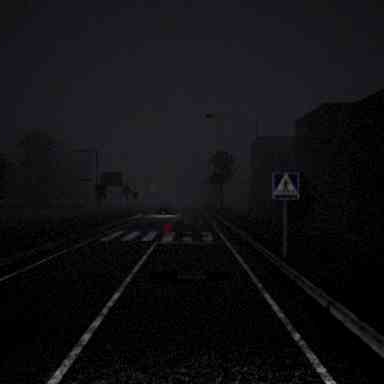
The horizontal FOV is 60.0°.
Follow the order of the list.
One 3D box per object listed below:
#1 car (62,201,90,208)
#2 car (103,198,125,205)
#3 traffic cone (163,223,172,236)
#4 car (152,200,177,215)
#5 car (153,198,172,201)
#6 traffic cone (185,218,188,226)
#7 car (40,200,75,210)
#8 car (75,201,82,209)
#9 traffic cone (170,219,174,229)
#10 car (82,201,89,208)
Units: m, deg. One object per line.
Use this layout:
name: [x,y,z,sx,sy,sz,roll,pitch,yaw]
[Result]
car: [-21.923,2.360,63.087,4.674,1.452,2.002,0,-1,0]
car: [-21.868,2.817,91.569,5.008,1.535,2.097,0,-1,0]
traffic cone: [-1.395,2.053,17.825,0.340,0.580,0.340,0,-1,0]
car: [-3.346,2.040,40.782,2.033,1.411,5.357,0,-1,0]
car: [-8.783,2.877,94.310,4.892,1.521,2.231,0,-1,0]
traffic cone: [-0.398,2.156,23.826,0.340,0.580,0.340,0,-1,0]
car: [-21.939,2.193,53.391,4.674,1.452,2.002,0,-1,0]
car: [-21.931,2.211,56.667,4.892,1.521,2.231,0,-1,0]
traffic cone: [-1.396,2.086,19.825,0.340,0.580,0.340,0,-1,0]
car: [-21.936,2.266,59.940,5.008,1.535,2.097,0,-1,0]
